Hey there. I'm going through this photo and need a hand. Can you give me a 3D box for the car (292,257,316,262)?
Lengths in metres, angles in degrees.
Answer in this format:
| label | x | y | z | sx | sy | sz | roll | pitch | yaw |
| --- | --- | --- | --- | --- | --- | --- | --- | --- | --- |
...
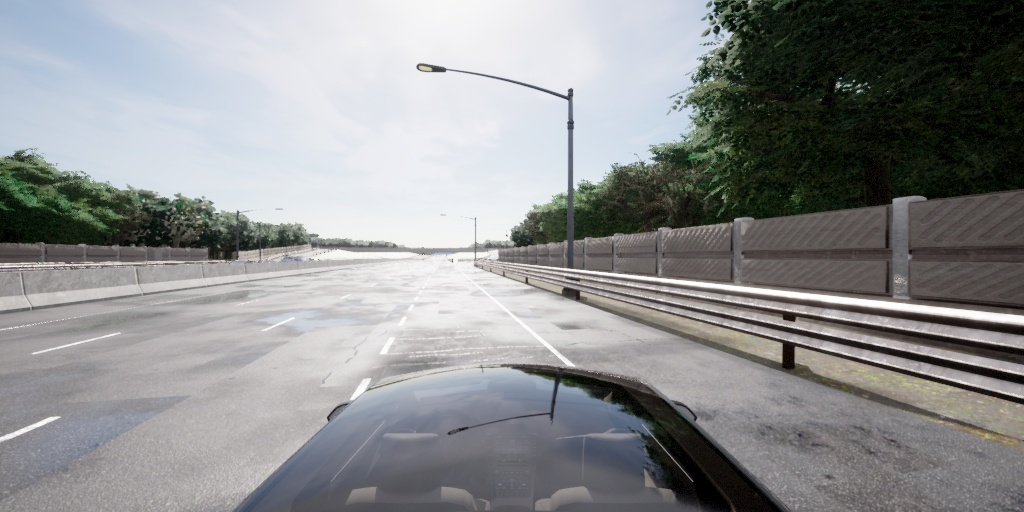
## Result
| label | x | y | z | sx | sy | sz | roll | pitch | yaw |
| --- | --- | --- | --- | --- | --- | --- | --- | --- | --- |
| car | -31.446 | 1.292 | 55.412 | 2.128 | 1.511 | 4.902 | 0 | 0 | -10 |
